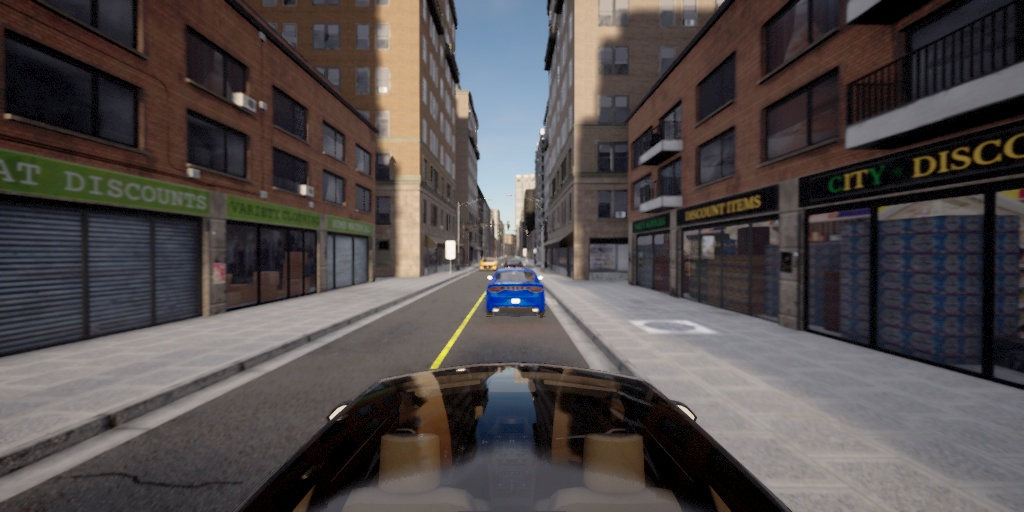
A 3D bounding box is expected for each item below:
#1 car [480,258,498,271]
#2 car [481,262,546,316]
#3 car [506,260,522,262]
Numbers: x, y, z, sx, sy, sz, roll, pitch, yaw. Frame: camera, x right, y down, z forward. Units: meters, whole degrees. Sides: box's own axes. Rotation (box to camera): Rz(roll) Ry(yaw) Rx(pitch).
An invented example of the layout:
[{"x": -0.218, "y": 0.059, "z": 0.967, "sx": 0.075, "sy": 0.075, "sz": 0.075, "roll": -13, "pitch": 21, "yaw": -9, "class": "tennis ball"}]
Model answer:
[{"x": -2.704, "y": 0.955, "z": 42.090, "sx": 1.882, "sy": 1.535, "sz": 5.008, "roll": 0, "pitch": 0, "yaw": 0, "class": "car"}, {"x": 0.113, "y": 1.142, "z": 12.905, "sx": 1.882, "sy": 1.535, "sz": 5.008, "roll": 0, "pitch": 0, "yaw": 0, "class": "car"}, {"x": 0.132, "y": 1.042, "z": 30.227, "sx": 1.837, "sy": 1.490, "sz": 4.892, "roll": 0, "pitch": 0, "yaw": 0, "class": "car"}]
